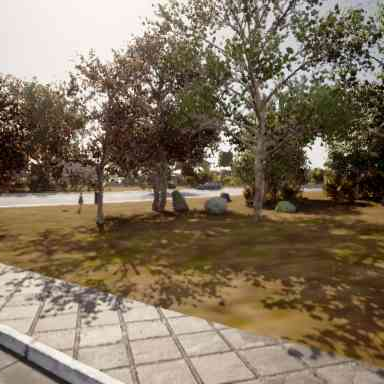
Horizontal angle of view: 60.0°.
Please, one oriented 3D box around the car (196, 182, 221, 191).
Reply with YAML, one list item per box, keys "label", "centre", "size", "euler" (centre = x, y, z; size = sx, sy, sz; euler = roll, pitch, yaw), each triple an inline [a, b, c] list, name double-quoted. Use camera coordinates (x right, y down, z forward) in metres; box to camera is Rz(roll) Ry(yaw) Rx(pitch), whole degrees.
- label: "car"
  centre: [2.917, -0.955, 58.454]
  size: [4.674, 1.442, 1.812]
  euler: [-2, 3, -25]
